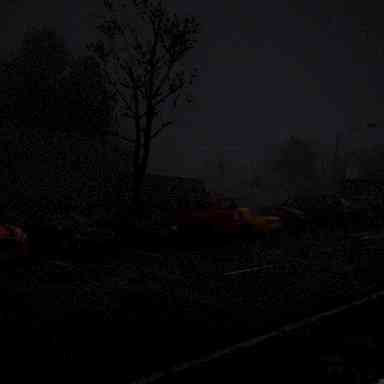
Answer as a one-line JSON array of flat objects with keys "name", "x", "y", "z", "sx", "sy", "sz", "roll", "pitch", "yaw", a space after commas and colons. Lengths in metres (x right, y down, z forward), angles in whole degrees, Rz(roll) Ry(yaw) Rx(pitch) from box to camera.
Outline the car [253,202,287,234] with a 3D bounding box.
[{"name": "car", "x": 2.126, "y": 1.504, "z": 18.261, "sx": 5.366, "sy": 1.575, "sz": 1.946, "roll": -1, "pitch": -1, "yaw": 34}]

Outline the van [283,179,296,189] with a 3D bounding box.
[{"name": "van", "x": 20.784, "y": -1.489, "z": 67.510, "sx": 1.878, "sy": 1.987, "sz": 4.442, "roll": 7, "pitch": 4, "yaw": 35}]

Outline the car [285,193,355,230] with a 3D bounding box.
[{"name": "car", "x": 7.156, "y": 1.264, "z": 21.653, "sx": 5.566, "sy": 2.045, "sz": 2.435, "roll": -1, "pitch": -1, "yaw": 35}]

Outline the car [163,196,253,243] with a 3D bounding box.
[{"name": "car", "x": -0.191, "y": 1.249, "z": 16.430, "sx": 5.566, "sy": 2.045, "sz": 2.435, "roll": -1, "pitch": -1, "yaw": 34}]

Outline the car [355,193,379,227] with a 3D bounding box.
[{"name": "car", "x": 9.667, "y": 1.269, "z": 23.361, "sx": 5.566, "sy": 2.045, "sz": 2.435, "roll": -1, "pitch": -1, "yaw": 35}]

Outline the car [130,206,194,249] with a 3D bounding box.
[{"name": "car", "x": -2.633, "y": 1.526, "z": 14.682, "sx": 4.792, "sy": 1.488, "sz": 2.163, "roll": -1, "pitch": -1, "yaw": 34}]

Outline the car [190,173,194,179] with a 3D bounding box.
[{"name": "car", "x": 1.619, "y": -4.360, "z": 94.522, "sx": 2.435, "sy": 2.045, "sz": 5.566, "roll": 1, "pitch": -1, "yaw": 34}]

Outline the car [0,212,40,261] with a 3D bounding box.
[{"name": "car", "x": -7.515, "y": 1.367, "z": 11.203, "sx": 4.553, "sy": 1.767, "sz": 2.185, "roll": -1, "pitch": -1, "yaw": 34}]

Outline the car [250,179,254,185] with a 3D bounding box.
[{"name": "car", "x": 15.640, "y": -2.041, "z": 75.026, "sx": 2.002, "sy": 1.452, "sz": 4.674, "roll": 7, "pitch": 3, "yaw": 35}]

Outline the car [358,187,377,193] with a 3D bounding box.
[{"name": "car", "x": 29.462, "y": 0.138, "z": 55.301, "sx": 2.002, "sy": 1.452, "sz": 4.674, "roll": 7, "pitch": 3, "yaw": 35}]

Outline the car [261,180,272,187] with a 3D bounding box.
[{"name": "car", "x": 17.474, "y": -1.810, "z": 72.708, "sx": 1.946, "sy": 1.575, "sz": 5.366, "roll": 7, "pitch": 3, "yaw": 35}]

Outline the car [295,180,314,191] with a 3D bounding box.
[{"name": "car", "x": 22.547, "y": -0.990, "z": 65.150, "sx": 2.231, "sy": 1.521, "sz": 4.892, "roll": 7, "pitch": 3, "yaw": 35}]

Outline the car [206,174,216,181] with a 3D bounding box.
[{"name": "car", "x": 6.924, "y": -3.697, "z": 87.246, "sx": 2.435, "sy": 2.045, "sz": 5.566, "roll": 7, "pitch": 3, "yaw": 34}]

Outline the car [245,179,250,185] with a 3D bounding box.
[{"name": "car", "x": 13.894, "y": -2.315, "z": 77.486, "sx": 2.002, "sy": 1.452, "sz": 4.674, "roll": 7, "pitch": 3, "yaw": 35}]

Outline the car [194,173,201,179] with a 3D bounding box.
[{"name": "car", "x": 3.394, "y": -4.083, "z": 92.177, "sx": 2.185, "sy": 1.767, "sz": 4.553, "roll": 4, "pitch": 1, "yaw": 33}]

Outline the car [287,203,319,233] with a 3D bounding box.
[{"name": "car", "x": 4.731, "y": 1.550, "z": 19.892, "sx": 4.674, "sy": 1.452, "sz": 2.002, "roll": -1, "pitch": -1, "yaw": 35}]

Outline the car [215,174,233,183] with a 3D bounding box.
[{"name": "car", "x": 8.779, "y": -3.174, "z": 84.989, "sx": 1.946, "sy": 1.575, "sz": 5.366, "roll": 7, "pitch": 3, "yaw": 34}]

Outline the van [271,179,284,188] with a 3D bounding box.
[{"name": "van", "x": 19.052, "y": -1.762, "z": 69.979, "sx": 1.878, "sy": 1.987, "sz": 4.442, "roll": 7, "pitch": 4, "yaw": 35}]

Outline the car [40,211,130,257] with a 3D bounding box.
[{"name": "car", "x": -5.051, "y": 1.495, "z": 12.932, "sx": 4.892, "sy": 1.521, "sz": 2.231, "roll": -1, "pitch": -1, "yaw": 34}]

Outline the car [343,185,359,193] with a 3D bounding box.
[{"name": "car", "x": 27.768, "y": -0.424, "z": 57.771, "sx": 2.435, "sy": 2.045, "sz": 5.566, "roll": 7, "pitch": 3, "yaw": 35}]

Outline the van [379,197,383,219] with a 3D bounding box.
[{"name": "van", "x": 12.203, "y": 1.298, "z": 25.034, "sx": 4.442, "sy": 1.987, "sz": 1.878, "roll": -1, "pitch": -1, "yaw": 35}]

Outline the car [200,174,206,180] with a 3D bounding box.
[{"name": "car", "x": 5.127, "y": -3.848, "z": 89.709, "sx": 2.185, "sy": 1.767, "sz": 4.553, "roll": 6, "pitch": 3, "yaw": 34}]
